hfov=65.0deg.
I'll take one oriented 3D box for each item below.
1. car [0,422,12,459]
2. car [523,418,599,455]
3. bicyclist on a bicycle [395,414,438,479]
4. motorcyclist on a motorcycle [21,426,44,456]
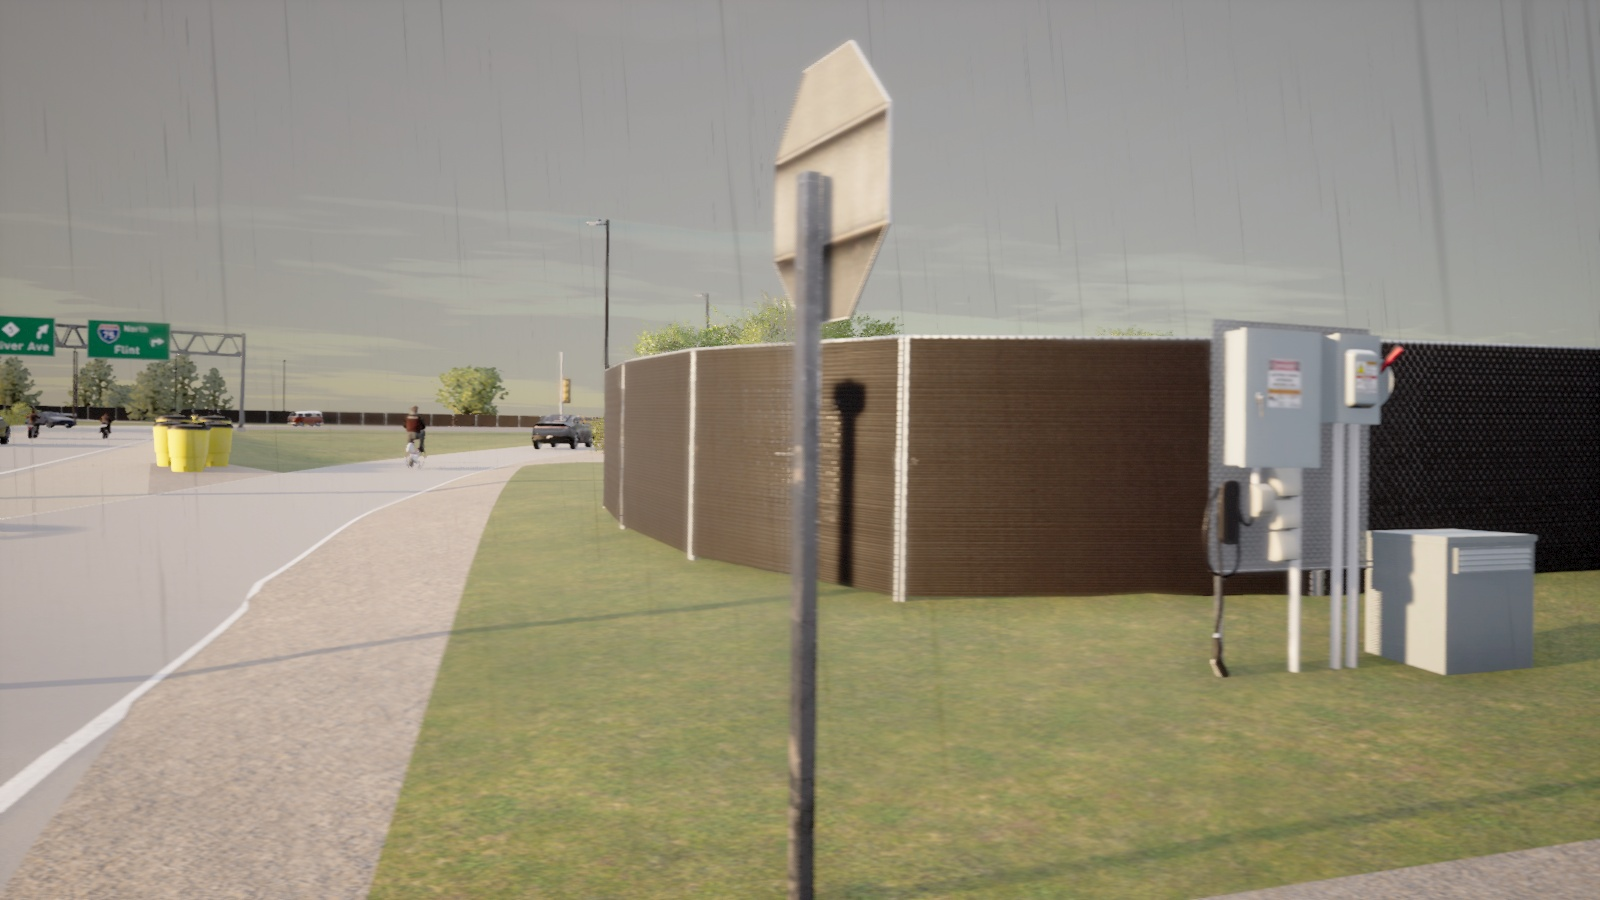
[{"bbox_3d":[-36.422,-0.414,55.308,2.152,1.651,5.027,-1,1,-23],"label":"car"},{"bbox_3d":[-10.402,-0.618,55.051,2.128,1.511,4.902,-1,2,3],"label":"car"},{"bbox_3d":[-10.644,-0.121,34.903,0.659,1.776,1.843,0,2,-2],"label":"bicyclist on a bicycle"},{"bbox_3d":[-42.772,-0.528,69.991,0.766,1.649,2.350,-1,1,-23],"label":"motorcyclist on a motorcycle"}]
